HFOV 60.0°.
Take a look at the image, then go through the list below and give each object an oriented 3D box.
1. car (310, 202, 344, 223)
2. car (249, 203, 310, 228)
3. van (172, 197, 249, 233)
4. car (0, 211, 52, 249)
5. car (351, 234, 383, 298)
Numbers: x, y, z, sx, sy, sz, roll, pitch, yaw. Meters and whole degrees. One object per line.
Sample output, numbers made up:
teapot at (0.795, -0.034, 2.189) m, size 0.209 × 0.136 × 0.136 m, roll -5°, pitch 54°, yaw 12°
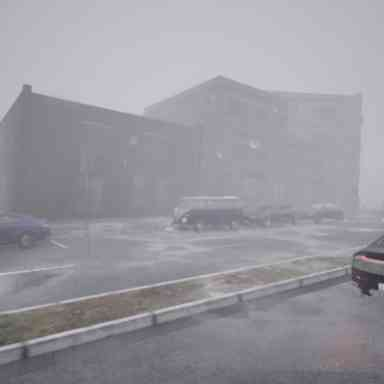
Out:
car at (9.924, 1.533, 25.813) m, size 4.674 × 1.452 × 2.002 m, roll 0°, pitch -2°, yaw -36°
car at (5.467, 1.514, 22.595) m, size 4.792 × 1.488 × 2.163 m, roll 0°, pitch 0°, yaw -36°
van at (0.908, 1.250, 19.324) m, size 4.442 × 1.987 × 1.878 m, roll 0°, pitch 0°, yaw -36°
car at (-7.975, 1.499, 12.953) m, size 4.674 × 1.452 × 2.002 m, roll 0°, pitch 0°, yaw -36°
car at (5.448, 1.503, 7.328) m, size 4.902 × 1.511 × 2.128 m, roll 0°, pitch 0°, yaw -36°
